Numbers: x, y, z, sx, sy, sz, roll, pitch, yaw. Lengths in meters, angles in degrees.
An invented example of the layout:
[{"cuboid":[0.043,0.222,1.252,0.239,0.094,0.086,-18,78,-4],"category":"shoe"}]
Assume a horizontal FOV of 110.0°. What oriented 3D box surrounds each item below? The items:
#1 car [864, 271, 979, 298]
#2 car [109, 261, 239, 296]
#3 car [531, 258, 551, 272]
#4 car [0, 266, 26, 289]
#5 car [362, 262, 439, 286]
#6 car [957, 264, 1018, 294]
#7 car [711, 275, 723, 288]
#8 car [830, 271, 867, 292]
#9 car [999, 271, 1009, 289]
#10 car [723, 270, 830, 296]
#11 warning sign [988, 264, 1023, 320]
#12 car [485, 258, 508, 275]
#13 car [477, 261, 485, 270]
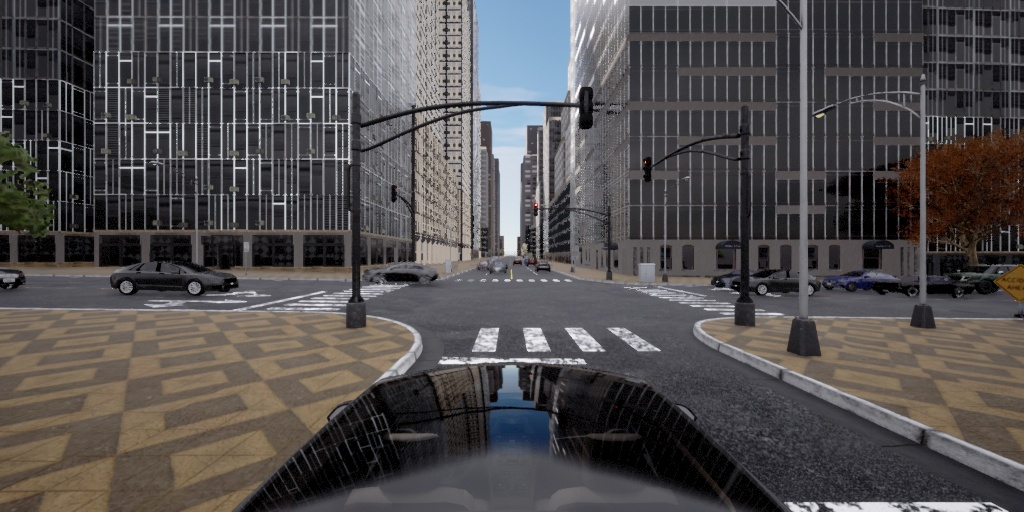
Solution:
[{"cuboid":[25.033,1.826,22.004,4.718,1.301,1.895,1,0,-2],"category":"car"},{"cuboid":[-15.512,0.995,16.649,4.892,1.490,1.837,1,0,-3],"category":"car"},{"cuboid":[3.907,1.329,45.974,1.948,1.339,4.313,0,0,0],"category":"car"},{"cuboid":[-25.296,0.802,16.194,4.902,1.511,2.128,1,0,-3],"category":"car"},{"cuboid":[-7.387,1.162,24.113,4.902,1.511,2.128,3,0,-23],"category":"car"},{"cuboid":[34.189,1.610,25.680,5.566,2.045,2.150,1,0,-3],"category":"car"},{"cuboid":[16.160,1.629,24.839,4.181,1.385,1.994,1,0,-3],"category":"car"},{"cuboid":[24.561,1.741,25.232,4.674,1.442,1.812,1,0,-3],"category":"car"},{"cuboid":[34.124,1.914,22.418,4.674,1.442,1.812,1,0,-2],"category":"car"},{"cuboid":[15.789,1.564,21.579,4.892,1.490,1.837,1,0,-4],"category":"car"},{"cuboid":[17.270,1.204,12.178,1.060,1.860,1.300,0,0,-3],"category":"warning sign"},{"cuboid":[-1.532,1.255,40.434,2.128,1.511,4.902,0,0,0],"category":"car"},{"cuboid":[-4.048,1.342,51.463,1.802,1.307,4.207,0,0,0],"category":"car"}]
